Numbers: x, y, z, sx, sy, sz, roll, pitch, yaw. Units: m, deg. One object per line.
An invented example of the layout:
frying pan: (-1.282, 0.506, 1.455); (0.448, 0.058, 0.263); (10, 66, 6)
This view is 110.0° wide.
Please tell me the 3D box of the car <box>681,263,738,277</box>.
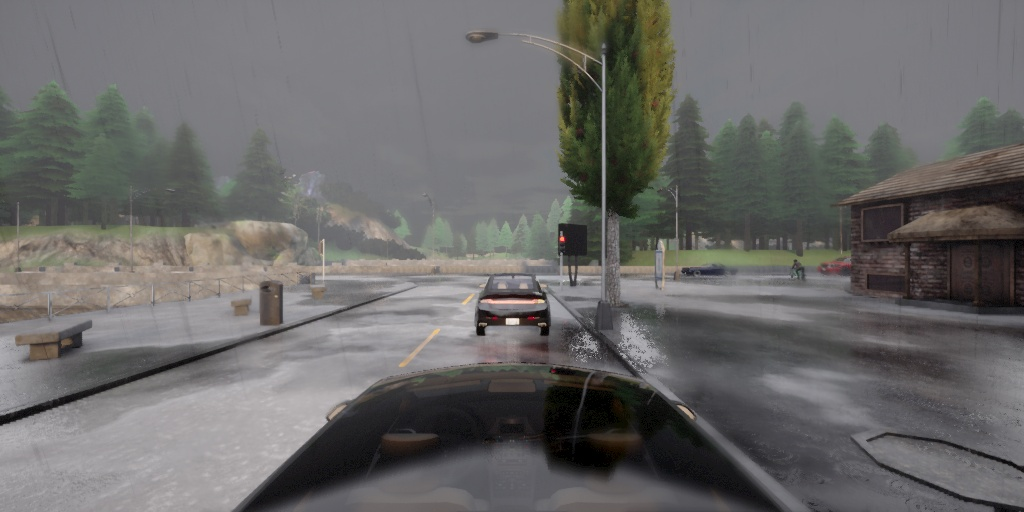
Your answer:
car: (19.020, 1.351, 34.733); (4.718, 1.301, 1.895); (0, 0, 0)

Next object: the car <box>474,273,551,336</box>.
car: (0.031, 1.241, 10.386); (2.128, 1.511, 4.902); (0, 0, 0)

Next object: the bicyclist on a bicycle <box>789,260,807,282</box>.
bicyclist on a bicycle: (20.957, 1.094, 26.330); (0.582, 1.620, 1.656); (-1, 0, 0)

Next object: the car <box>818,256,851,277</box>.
car: (33.028, 0.971, 34.734); (5.566, 2.045, 2.150); (0, 0, 0)
